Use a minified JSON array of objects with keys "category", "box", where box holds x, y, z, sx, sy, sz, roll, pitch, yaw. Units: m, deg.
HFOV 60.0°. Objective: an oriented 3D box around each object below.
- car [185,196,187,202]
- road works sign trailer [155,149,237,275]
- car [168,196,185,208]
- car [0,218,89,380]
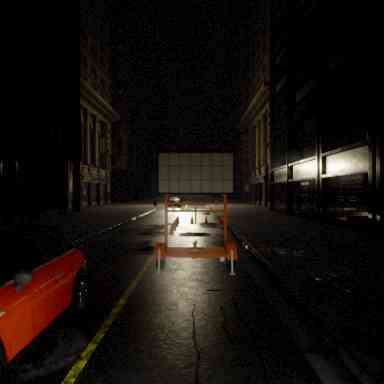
[{"category":"car","box":[-2.051,1.649,77.431,1.895,1.301,4.718,0,0,1]},{"category":"road works sign trailer","box":[0.117,0.466,10.429,2.380,3.560,2.880,0,0,1]},{"category":"car","box":[-2.522,1.510,47.294,2.128,1.511,4.902,0,0,1]},{"category":"car","box":[-3.058,1.352,4.551,2.097,1.767,4.553,0,0,1]}]
